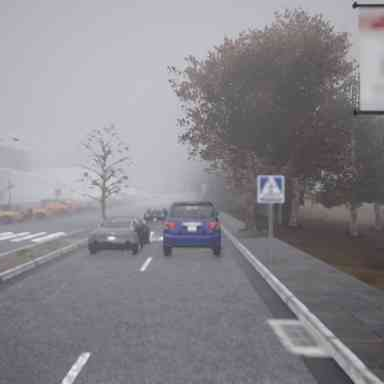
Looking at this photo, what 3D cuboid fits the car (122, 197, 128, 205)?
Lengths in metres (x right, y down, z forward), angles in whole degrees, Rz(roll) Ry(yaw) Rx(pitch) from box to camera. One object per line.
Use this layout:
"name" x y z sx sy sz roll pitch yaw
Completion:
"car" -16.817 1.971 68.753 5.566 2.045 2.435 -1 0 -20

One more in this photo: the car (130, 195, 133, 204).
"car" -16.802 2.111 77.696 4.553 1.767 2.185 -1 0 -20

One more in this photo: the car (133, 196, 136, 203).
"car" -16.822 2.282 80.668 4.674 1.452 2.002 -1 0 -20

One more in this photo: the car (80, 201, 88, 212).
"car" -16.855 2.131 44.859 4.674 1.452 2.002 -1 0 -20

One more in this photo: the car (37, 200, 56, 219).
"car" -16.698 1.917 32.990 5.366 1.575 1.946 0 -1 -20

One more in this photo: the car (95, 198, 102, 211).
"car" -16.683 2.145 50.900 5.366 1.575 1.946 -1 -1 -20

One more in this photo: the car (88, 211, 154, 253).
"car" -2.987 1.719 14.361 1.994 1.385 4.181 0 -1 0

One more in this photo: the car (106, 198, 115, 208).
"car" -16.843 2.241 59.784 4.674 1.452 2.002 -1 0 -20

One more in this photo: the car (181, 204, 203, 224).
"car" 0.013 1.878 29.313 1.837 1.490 4.892 0 -1 0

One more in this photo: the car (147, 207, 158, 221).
"car" -2.989 1.967 29.125 1.895 1.301 4.718 0 -1 0

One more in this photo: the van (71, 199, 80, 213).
"van" -16.758 1.830 41.930 4.442 1.987 1.878 0 -1 -20

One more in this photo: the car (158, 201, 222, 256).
"car" 0.005 1.367 14.020 2.150 2.045 5.566 0 -1 0

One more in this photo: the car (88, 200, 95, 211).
"car" -16.884 2.155 47.831 4.792 1.488 2.163 -1 0 -20

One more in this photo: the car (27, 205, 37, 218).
"car" -16.900 1.902 29.929 4.792 1.488 2.163 0 -1 -20

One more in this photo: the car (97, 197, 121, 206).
"car" -16.873 1.961 62.756 5.566 2.045 2.435 -1 0 -20

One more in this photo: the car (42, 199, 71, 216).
"car" -16.838 1.888 38.901 4.553 1.767 2.185 0 -1 -20

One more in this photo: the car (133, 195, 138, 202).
"car" -16.799 2.276 83.686 4.792 1.488 2.163 -1 0 -20

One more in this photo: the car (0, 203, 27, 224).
"car" -16.704 1.819 27.025 5.366 1.575 1.946 0 -1 -20
